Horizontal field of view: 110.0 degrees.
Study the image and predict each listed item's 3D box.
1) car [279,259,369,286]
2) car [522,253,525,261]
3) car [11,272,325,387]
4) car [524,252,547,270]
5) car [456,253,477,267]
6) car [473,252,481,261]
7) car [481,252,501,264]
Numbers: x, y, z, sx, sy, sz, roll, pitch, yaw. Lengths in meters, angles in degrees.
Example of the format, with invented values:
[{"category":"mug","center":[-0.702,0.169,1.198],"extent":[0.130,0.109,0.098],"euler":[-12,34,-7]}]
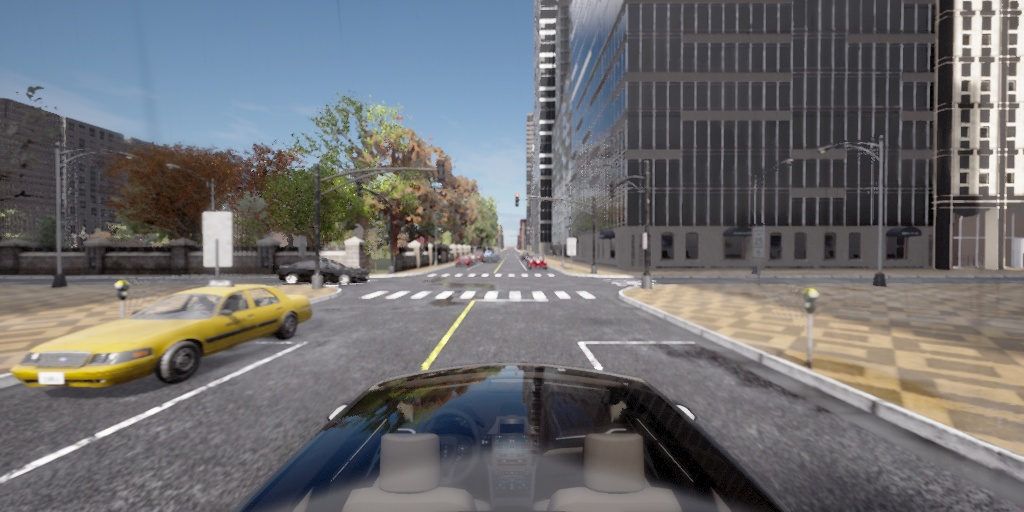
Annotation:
[{"category":"car","center":[-11.092,0.957,21.309],"extent":[5.008,1.535,1.882],"euler":[1,1,1]},{"category":"car","center":[2.625,0.604,43.530],"extent":[1.948,1.339,4.313],"euler":[0,0,0]},{"category":"car","center":[-5.828,1.184,6.949],"extent":[1.751,1.417,4.829],"euler":[0,0,0]},{"category":"car","center":[2.634,0.575,37.850],"extent":[1.967,1.591,4.097],"euler":[0,0,0]},{"category":"car","center":[-5.756,0.584,43.514],"extent":[1.888,1.381,4.507],"euler":[0,0,0]},{"category":"car","center":[-5.765,0.493,49.197],"extent":[2.007,1.370,4.403],"euler":[0,0,0]},{"category":"car","center":[-3.153,0.437,53.253],"extent":[1.994,1.385,4.181],"euler":[0,1,0]}]
